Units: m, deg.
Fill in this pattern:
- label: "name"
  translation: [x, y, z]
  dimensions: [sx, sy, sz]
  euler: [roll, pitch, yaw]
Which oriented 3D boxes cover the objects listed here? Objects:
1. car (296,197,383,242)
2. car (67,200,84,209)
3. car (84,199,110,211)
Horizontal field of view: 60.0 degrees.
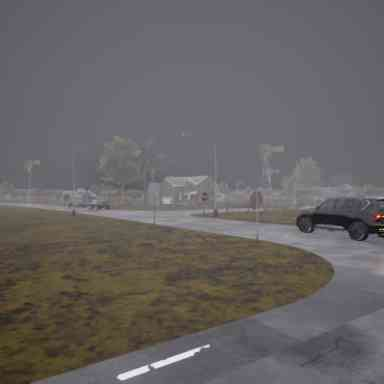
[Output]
- label: "car"
  translation: [7.887, 1.252, 17.086]
  dimensions: [2.150, 2.045, 5.566]
  euler: [0, 0, -25]
- label: "car"
  translation: [-19.304, 2.004, 55.636]
  dimensions: [2.033, 1.411, 5.357]
  euler: [-1, -1, -36]
- label: "car"
  translation: [-13.269, 1.819, 47.300]
  dimensions: [1.837, 1.490, 4.892]
  euler: [-1, 0, -35]
